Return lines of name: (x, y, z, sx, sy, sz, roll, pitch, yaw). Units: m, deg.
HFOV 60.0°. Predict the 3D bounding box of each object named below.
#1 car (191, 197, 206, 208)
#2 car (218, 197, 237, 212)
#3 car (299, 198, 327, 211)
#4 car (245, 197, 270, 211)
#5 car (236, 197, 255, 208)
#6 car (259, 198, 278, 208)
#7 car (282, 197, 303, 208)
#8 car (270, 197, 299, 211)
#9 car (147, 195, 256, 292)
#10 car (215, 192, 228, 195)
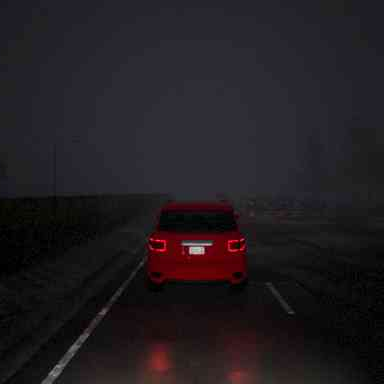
car: (0.946, 1.491, 50.090, 2.128, 1.511, 4.902, 0, 0, 1)
car: (4.258, 1.478, 40.437, 1.882, 1.535, 5.008, 0, 0, 1)
car: (14.764, 1.478, 40.649, 1.882, 1.535, 5.008, 0, 0, 1)
car: (7.765, 1.352, 40.755, 2.097, 1.767, 4.553, 0, 0, 1)
car: (7.944, 1.491, 49.954, 2.128, 1.511, 4.902, 0, 0, 1)
car: (11.444, 1.564, 49.886, 1.994, 1.385, 4.181, 0, 0, 1)
car: (14.943, 1.505, 49.817, 1.837, 1.490, 4.892, 0, 0, 1)
car: (11.280, 1.352, 41.487, 2.097, 1.767, 4.553, 0, 0, 1)
car: (0.147, 1.221, 9.095, 2.150, 2.045, 5.566, 0, 0, 1)
car: (4.446, 1.221, 50.052, 2.150, 2.045, 5.566, 0, 0, 1)
